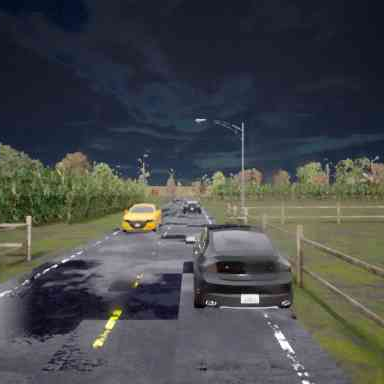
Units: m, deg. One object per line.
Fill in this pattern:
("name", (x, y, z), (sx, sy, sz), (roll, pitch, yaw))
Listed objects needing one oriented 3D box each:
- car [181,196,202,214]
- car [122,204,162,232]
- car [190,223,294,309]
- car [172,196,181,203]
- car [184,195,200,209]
("car", (0.012, 1.512, 35.593), (1.812, 1.442, 4.674), (0, 0, 0))
("car", (-2.888, 1.474, 20.091), (1.882, 1.535, 5.008), (0, 0, 0))
("car", (0.947, 1.505, 7.874), (1.837, 1.490, 4.892), (0, 0, 0))
("car", (-2.876, 1.504, 67.331), (1.994, 1.385, 4.181), (0, 0, 0))
("car", (-0.030, 1.325, 45.881), (2.097, 1.767, 4.553), (0, 0, 0))
